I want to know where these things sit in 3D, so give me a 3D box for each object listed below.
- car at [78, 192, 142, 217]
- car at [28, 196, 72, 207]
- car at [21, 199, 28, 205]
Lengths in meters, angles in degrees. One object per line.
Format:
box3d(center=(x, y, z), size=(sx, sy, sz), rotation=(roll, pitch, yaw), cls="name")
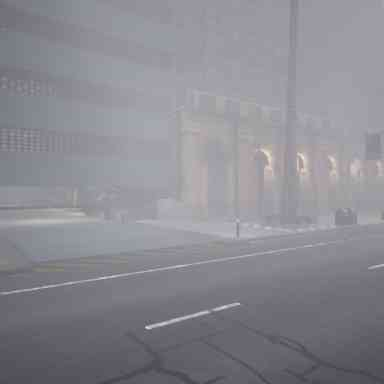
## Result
box3d(center=(-7.097, 1.029, 29.324), size=(5.566, 2.045, 2.435), rotation=(0, 0, -36), cls="car")
box3d(center=(-18.528, 1.463, 43.891), size=(4.718, 1.301, 1.895), rotation=(0, 0, -36), cls="car")
box3d(center=(-24.934, 1.413, 53.572), size=(4.786, 1.482, 2.161), rotation=(0, 0, -36), cls="car")
